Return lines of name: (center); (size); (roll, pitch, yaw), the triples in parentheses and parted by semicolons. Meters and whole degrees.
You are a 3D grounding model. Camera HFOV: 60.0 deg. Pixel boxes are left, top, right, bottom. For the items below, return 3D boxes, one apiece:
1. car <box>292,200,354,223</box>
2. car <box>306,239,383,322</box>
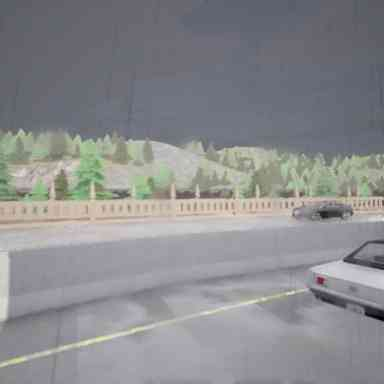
car: (9.743, 1.388, 24.770); (4.902, 1.511, 2.128); (0, 0, -23)
car: (4.502, 1.565, 6.395); (4.718, 1.301, 1.895); (0, 0, -31)
